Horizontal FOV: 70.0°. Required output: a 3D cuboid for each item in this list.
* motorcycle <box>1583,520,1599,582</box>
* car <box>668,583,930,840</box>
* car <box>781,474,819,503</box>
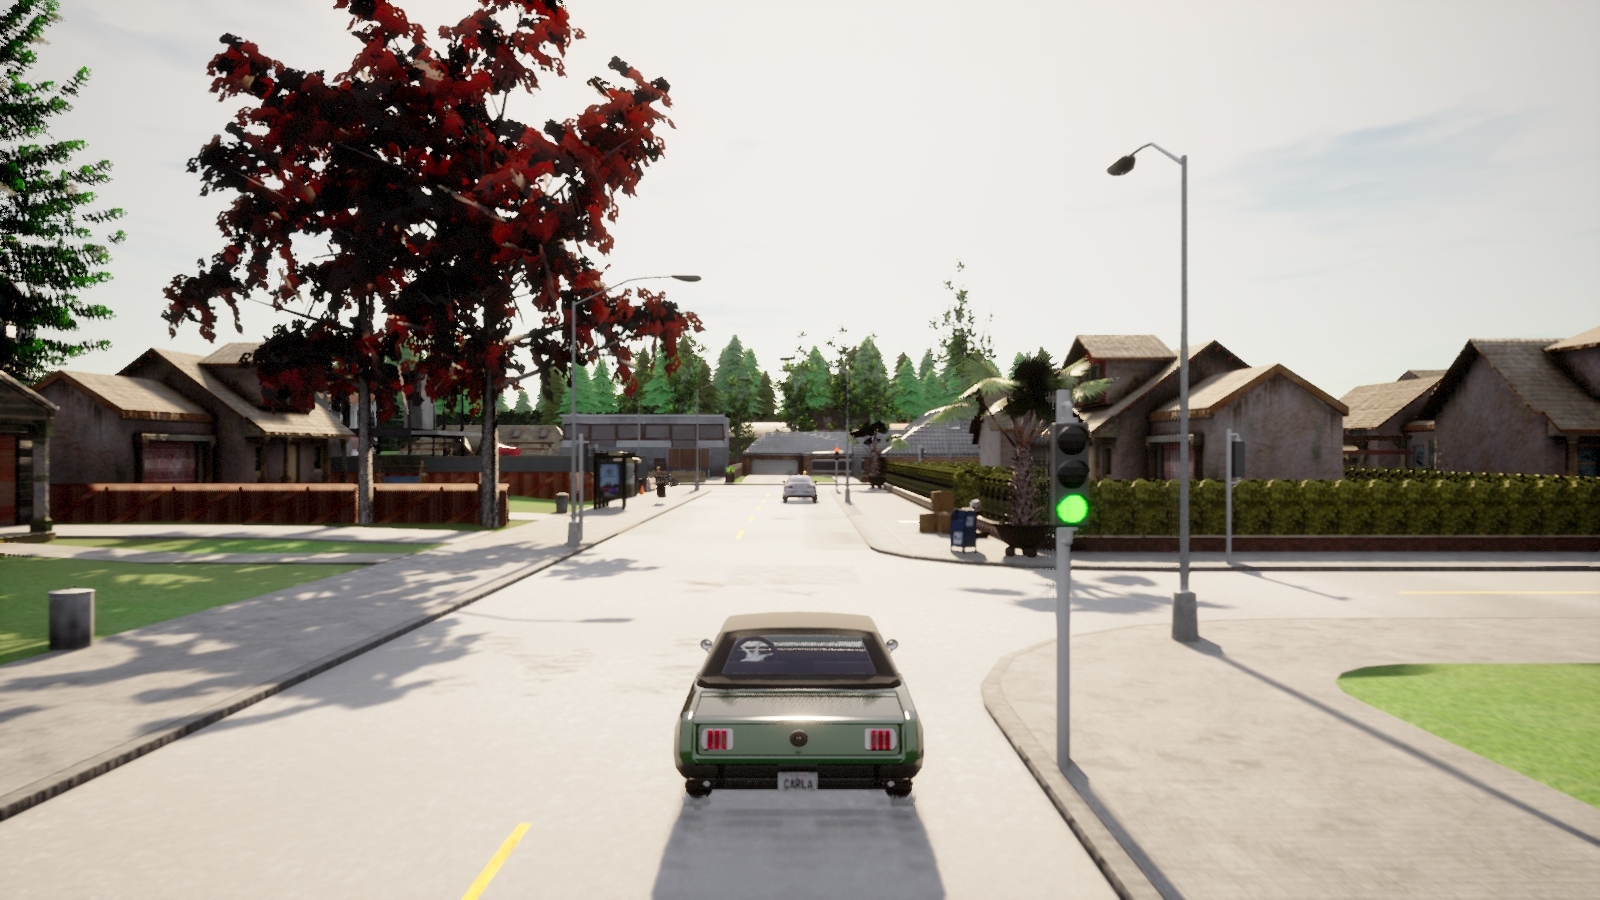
[{"bbox_3d":[18.308,2.173,24.608,2.356,1.307,0.764,0,0,0],"label":"motorcycle"},{"bbox_3d":[-0.007,2.163,10.609,1.895,1.301,4.718,0,0,0],"label":"car"},{"bbox_3d":[0.000,2.127,63.336,2.002,1.442,4.674,0,0,0],"label":"car"}]
